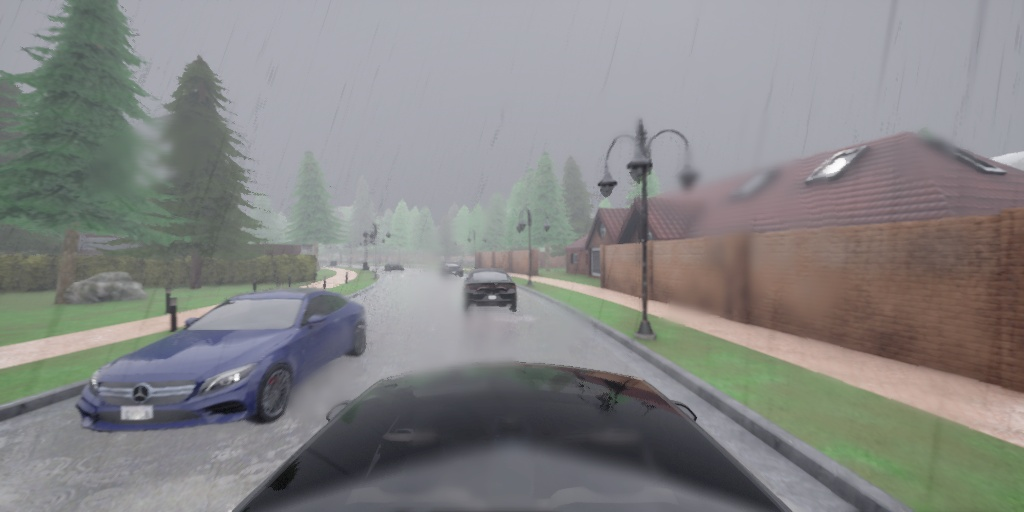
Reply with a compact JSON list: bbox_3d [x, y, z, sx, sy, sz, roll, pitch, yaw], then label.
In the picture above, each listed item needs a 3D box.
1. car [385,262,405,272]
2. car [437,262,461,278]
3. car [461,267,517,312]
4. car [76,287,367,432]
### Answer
[{"bbox_3d":[-15.156,1.405,46.369,1.895,1.301,4.718,0,0,-27],"label":"car"},{"bbox_3d":[-5.869,1.294,34.273,1.812,1.442,4.674,0,0,-19],"label":"car"},{"bbox_3d":[-0.979,1.229,14.418,1.882,1.535,5.008,0,0,-7],"label":"car"},{"bbox_3d":[-3.850,1.291,5.870,1.812,1.442,4.674,0,0,-4],"label":"car"}]
